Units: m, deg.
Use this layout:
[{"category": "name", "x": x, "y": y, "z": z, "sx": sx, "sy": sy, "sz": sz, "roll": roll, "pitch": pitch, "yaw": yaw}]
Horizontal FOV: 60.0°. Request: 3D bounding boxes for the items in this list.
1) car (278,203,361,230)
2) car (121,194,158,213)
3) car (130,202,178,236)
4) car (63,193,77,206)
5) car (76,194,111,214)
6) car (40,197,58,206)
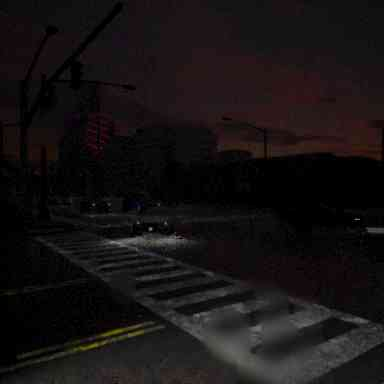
[{"category": "car", "x": 7.935, "y": 1.491, "z": 20.947, "sx": 4.892, "sy": 1.490, "sz": 1.837, "roll": 0, "pitch": 1, "yaw": 26}, {"category": "car", "x": -5.393, "y": 1.208, "z": 34.424, "sx": 2.150, "sy": 2.045, "sz": 5.566, "roll": 0, "pitch": 0, "yaw": -36}, {"category": "car", "x": -1.851, "y": 1.518, "z": 18.469, "sx": 1.812, "sy": 1.442, "sz": 4.674, "roll": 1, "pitch": 0, "yaw": 4}, {"category": "car", "x": -19.346, "y": 1.210, "z": 53.956, "sx": 2.150, "sy": 2.045, "sz": 5.566, "roll": 0, "pitch": 0, "yaw": -35}, {"category": "car", "x": -10.255, "y": 1.342, "z": 35.193, "sx": 2.097, "sy": 1.767, "sz": 4.553, "roll": 0, "pitch": 0, "yaw": -36}, {"category": "car", "x": -22.742, "y": 1.467, "z": 52.699, "sx": 1.882, "sy": 1.535, "sz": 5.008, "roll": 0, "pitch": 0, "yaw": -35}]
